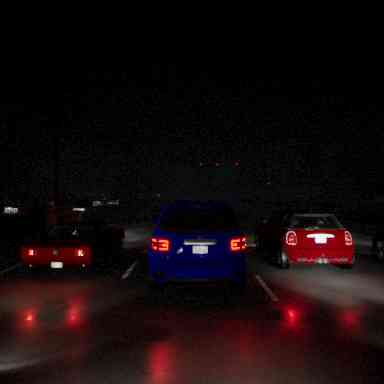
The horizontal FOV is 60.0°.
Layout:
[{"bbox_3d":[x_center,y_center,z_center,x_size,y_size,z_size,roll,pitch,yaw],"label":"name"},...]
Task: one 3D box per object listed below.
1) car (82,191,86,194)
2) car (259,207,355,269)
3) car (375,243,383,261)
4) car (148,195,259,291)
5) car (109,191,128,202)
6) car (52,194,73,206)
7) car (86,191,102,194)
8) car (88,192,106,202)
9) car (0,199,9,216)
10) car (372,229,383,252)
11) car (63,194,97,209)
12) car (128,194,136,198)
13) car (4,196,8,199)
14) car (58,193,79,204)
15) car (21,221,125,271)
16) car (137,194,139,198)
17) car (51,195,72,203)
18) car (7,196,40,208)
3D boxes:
[{"bbox_3d":[-25.296,0.823,80.946,2.150,2.045,5.566,0,0,-1],"label":"car"},{"bbox_3d":[3.516,1.335,11.234,2.097,1.767,4.553,0,0,0],"label":"car"},{"bbox_3d":[3.596,1.490,2.091,2.128,1.511,4.902,0,0,0],"label":"car"},{"bbox_3d":[0.051,1.208,9.136,2.150,2.045,5.566,0,0,-2],"label":"car"},{"bbox_3d":[-14.651,0.913,65.167,2.150,2.045,5.566,0,0,0],"label":"car"},{"bbox_3d":[-18.034,1.345,47.618,2.033,1.411,5.357,0,0,-1],"label":"car"},{"bbox_3d":[-21.737,0.853,75.806,2.150,2.045,5.566,0,0,-1],"label":"car"},{"bbox_3d":[-18.138,1.188,65.063,2.128,1.511,4.902,0,0,0],"label":"car"},{"bbox_3d":[-17.825,1.515,27.901,1.895,1.301,4.718,0,0,-1],"label":"car"},{"bbox_3d":[7.027,1.478,9.334,2.128,1.511,4.902,0,0,0],"label":"car"},{"bbox_3d":[-14.491,1.372,43.370,2.033,1.411,5.357,0,0,-1],"label":"car"},{"bbox_3d":[-14.748,1.162,76.807,2.033,1.411,5.357,0,0,-1],"label":"car"},{"bbox_3d":[-25.016,1.311,46.141,1.837,1.490,4.892,0,0,-1],"label":"car"},{"bbox_3d":[-21.614,1.084,58.453,2.097,1.767,4.553,0,0,0],"label":"car"},{"bbox_3d":[-3.479,1.585,10.776,1.895,1.301,4.718,0,0,0],"label":"car"},{"bbox_3d":[-15.026,1.102,86.826,2.033,1.411,5.357,0,0,-3],"label":"car"},{"bbox_3d":[-25.113,1.240,64.107,2.033,1.411,5.357,0,0,-1],"label":"car"},{"bbox_3d":[-21.485,1.389,43.049,1.994,1.385,4.181,0,0,-1],"label":"car"}]
